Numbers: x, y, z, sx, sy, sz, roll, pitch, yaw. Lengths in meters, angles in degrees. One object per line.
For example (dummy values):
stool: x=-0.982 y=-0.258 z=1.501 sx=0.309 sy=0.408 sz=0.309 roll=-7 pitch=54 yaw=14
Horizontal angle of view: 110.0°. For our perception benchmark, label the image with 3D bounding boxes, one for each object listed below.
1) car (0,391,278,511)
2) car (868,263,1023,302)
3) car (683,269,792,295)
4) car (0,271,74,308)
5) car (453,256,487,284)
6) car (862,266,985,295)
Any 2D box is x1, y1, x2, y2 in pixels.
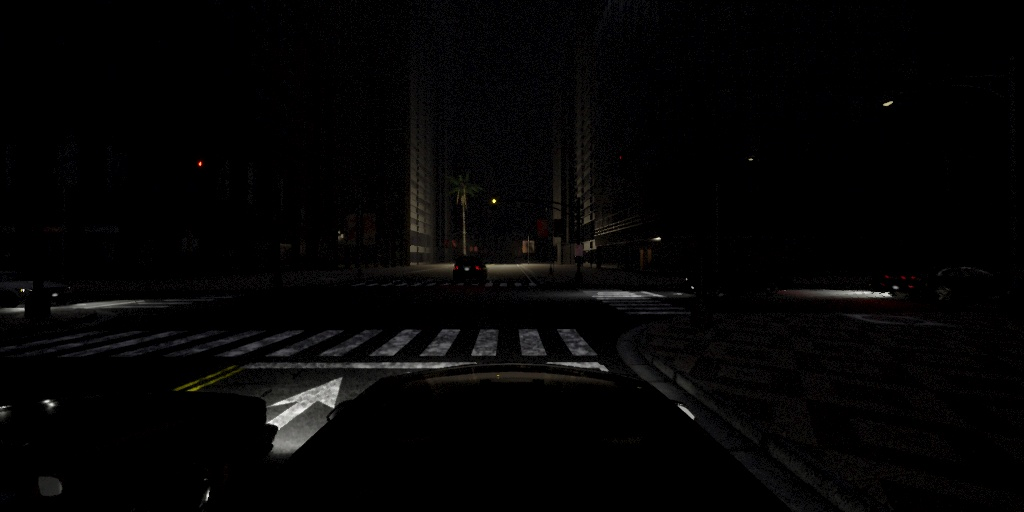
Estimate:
car: x=-3.176 y=1.297 z=0.756 sx=2.033 sy=1.411 sz=5.357 roll=0 pitch=0 yaw=4
car: x=19.201 y=1.158 z=15.714 sx=4.902 sy=1.511 sz=2.128 roll=0 pitch=0 yaw=-1
car: x=11.619 y=1.319 z=18.750 sx=4.718 sy=1.301 sz=1.895 roll=0 pitch=0 yaw=-1
car: x=-21.378 y=1.354 z=14.979 sx=4.674 sy=1.442 sz=1.812 roll=0 pitch=0 yaw=1
car: x=-3.200 y=1.020 z=28.066 sx=2.150 sy=2.045 sz=5.566 roll=0 pitch=0 yaw=0
car: x=21.541 y=1.248 z=18.914 sx=4.181 sy=1.385 sz=1.994 roll=0 pitch=0 yaw=0
